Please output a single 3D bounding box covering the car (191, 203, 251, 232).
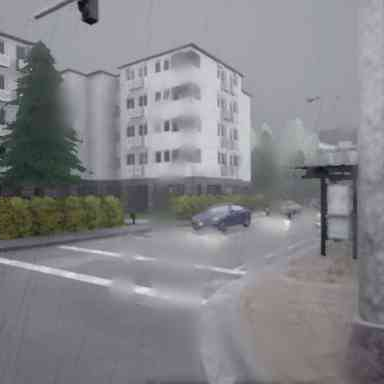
[{"bbox_3d":[1.804,1.367,19.013,1.812,1.442,4.674,0,0,35],"label":"car"}]

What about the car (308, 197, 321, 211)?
[{"bbox_3d":[13.533,1.281,35.295,2.128,1.511,4.902,0,0,36],"label":"car"}]

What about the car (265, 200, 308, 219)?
[{"bbox_3d":[7.556,1.380,27.022,1.994,1.385,4.181,0,0,36],"label":"car"}]
